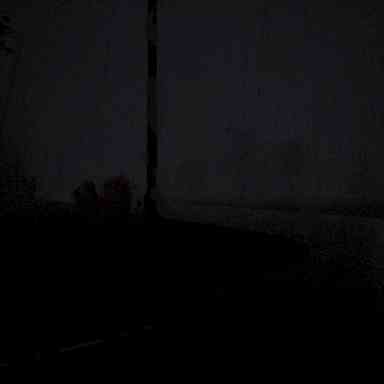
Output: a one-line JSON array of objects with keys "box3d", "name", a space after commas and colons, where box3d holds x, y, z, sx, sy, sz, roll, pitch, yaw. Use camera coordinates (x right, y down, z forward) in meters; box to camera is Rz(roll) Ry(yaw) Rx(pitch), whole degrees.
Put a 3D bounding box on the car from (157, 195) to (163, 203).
[{"box3d": [-5.605, 1.078, 49.473, 1.895, 1.301, 4.718, -1, 1, -35], "name": "car"}]
